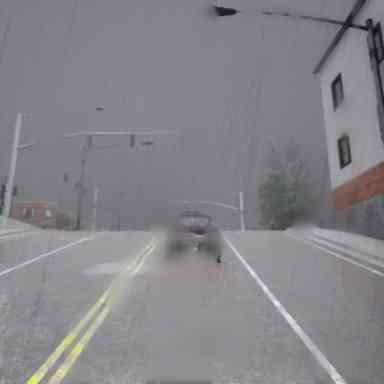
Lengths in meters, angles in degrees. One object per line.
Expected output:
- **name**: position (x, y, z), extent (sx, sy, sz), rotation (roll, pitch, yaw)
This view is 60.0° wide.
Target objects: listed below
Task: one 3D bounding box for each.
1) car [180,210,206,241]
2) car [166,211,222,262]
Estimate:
- **car**: position (0.076, 3.166, 30.426), extent (2.150, 2.045, 5.566), rotation (0, -14, 0)
- **car**: position (0.078, 1.603, 12.623), extent (2.128, 1.511, 4.902), rotation (1, -1, 0)
